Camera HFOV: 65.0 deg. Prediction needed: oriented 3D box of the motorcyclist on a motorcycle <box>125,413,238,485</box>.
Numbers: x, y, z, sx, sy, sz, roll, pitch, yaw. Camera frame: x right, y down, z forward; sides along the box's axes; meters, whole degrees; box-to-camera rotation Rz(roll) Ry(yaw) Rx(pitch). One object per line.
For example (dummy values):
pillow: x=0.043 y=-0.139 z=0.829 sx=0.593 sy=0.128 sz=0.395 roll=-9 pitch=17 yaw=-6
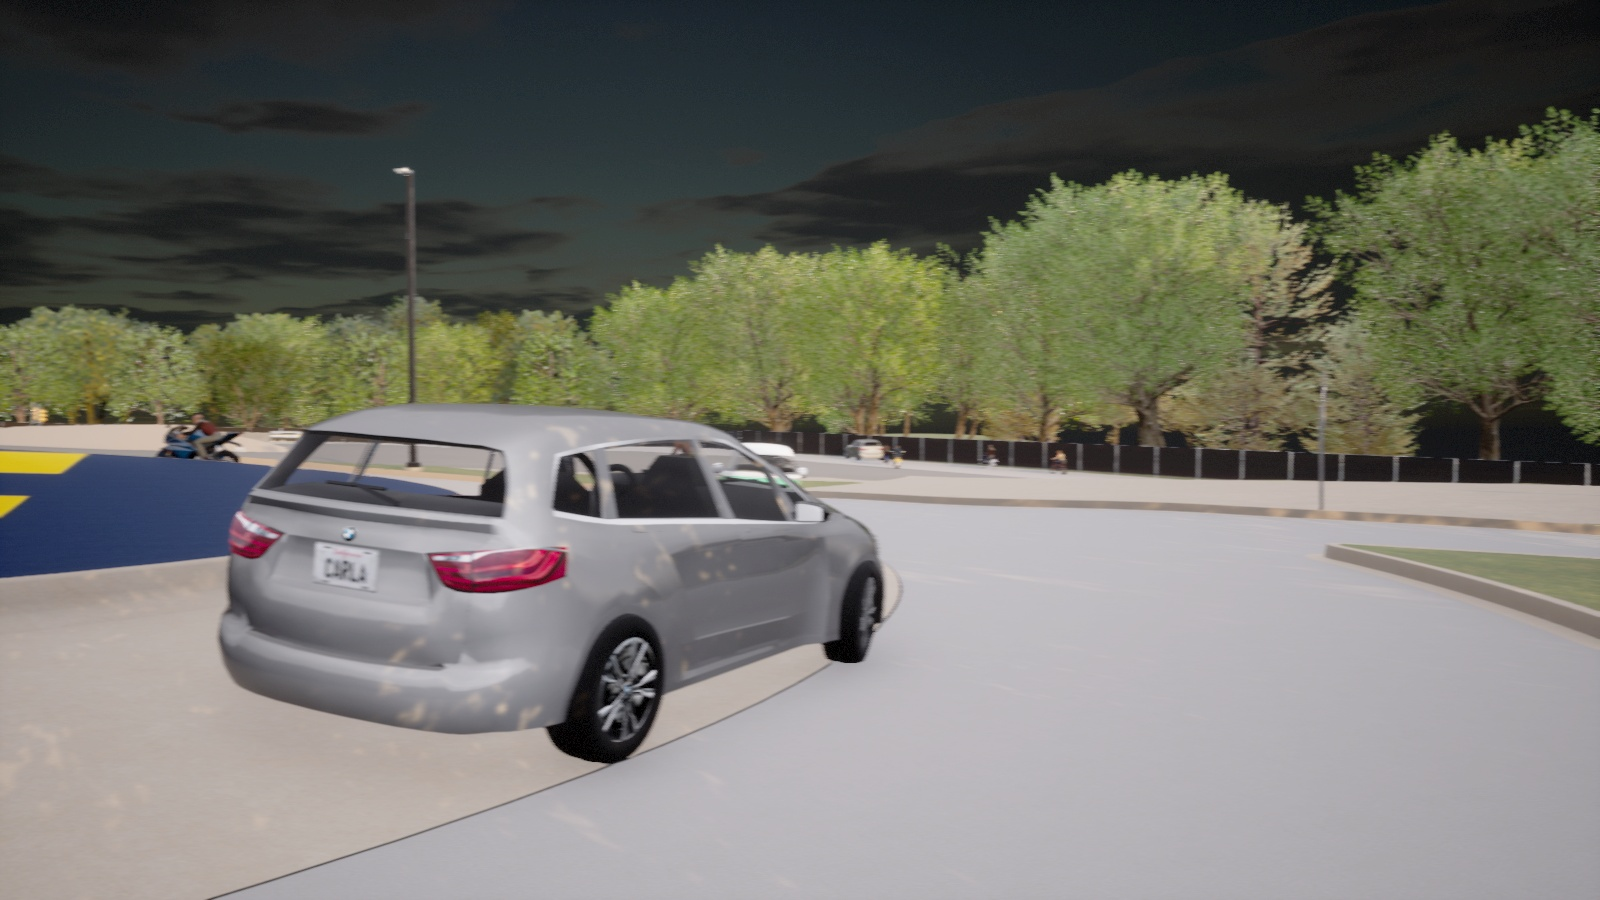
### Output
motorcyclist on a motorcycle: x=-14.696 y=-0.019 z=29.859 sx=2.191 sy=1.530 sz=0.866 roll=4 pitch=-2 yaw=8

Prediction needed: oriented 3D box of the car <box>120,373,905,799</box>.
car: x=-1.278 y=0.518 z=7.720 sx=2.242 sy=1.667 sz=4.611 roll=4 pitch=2 yaw=25

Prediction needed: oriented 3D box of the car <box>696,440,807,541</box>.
car: x=-0.785 y=0.576 z=19.165 sx=1.481 sy=1.376 sz=2.207 roll=3 pitch=0 yaw=-6
